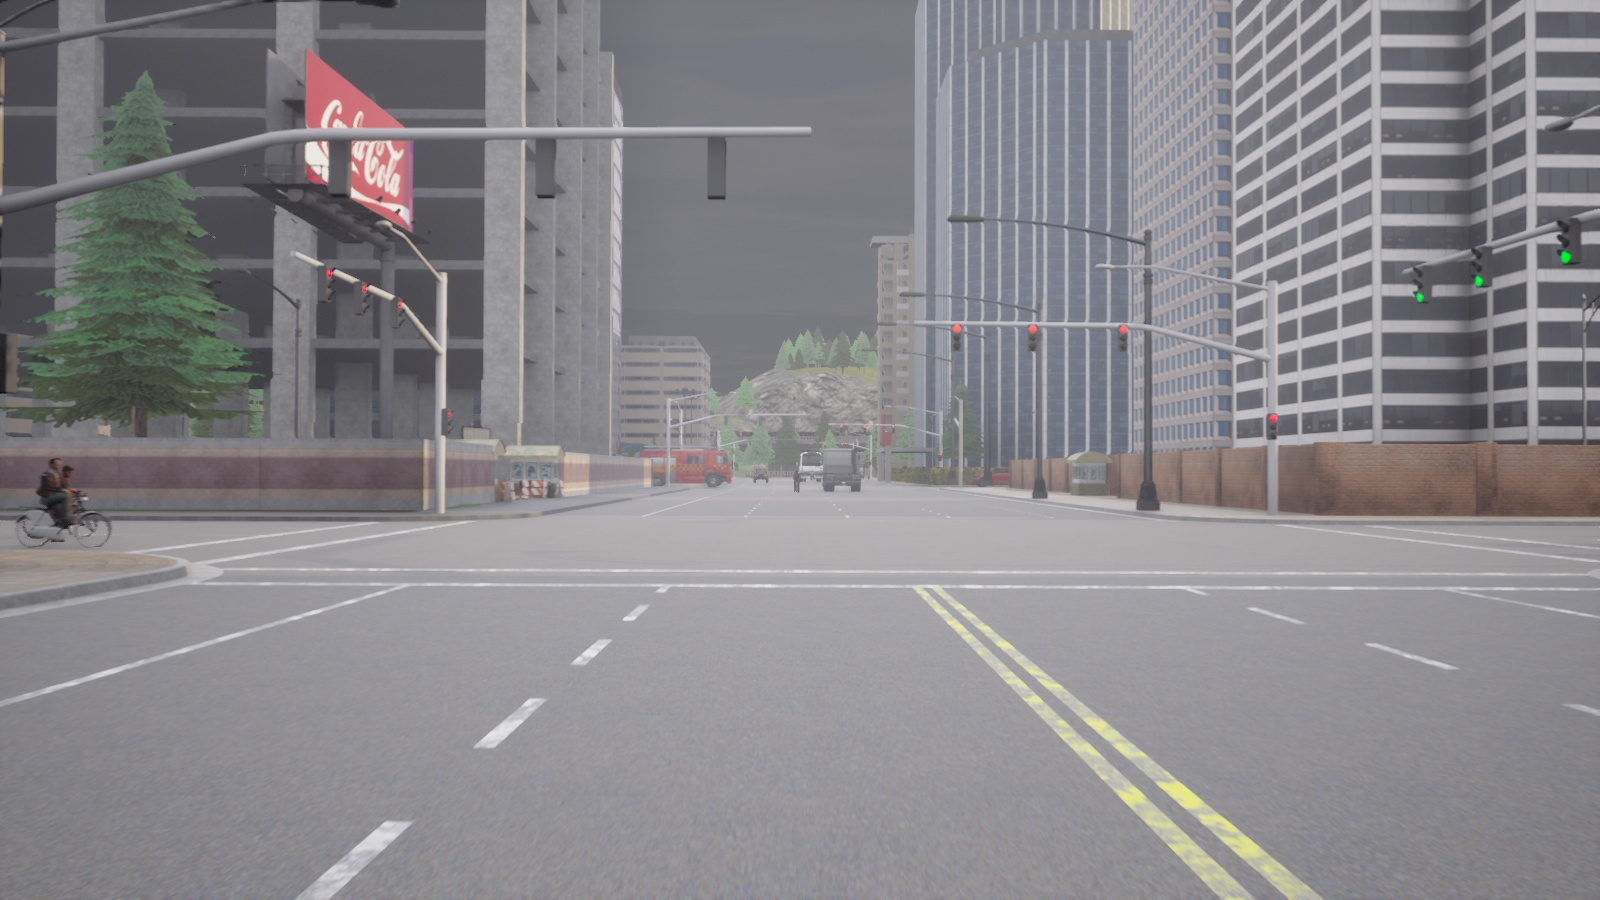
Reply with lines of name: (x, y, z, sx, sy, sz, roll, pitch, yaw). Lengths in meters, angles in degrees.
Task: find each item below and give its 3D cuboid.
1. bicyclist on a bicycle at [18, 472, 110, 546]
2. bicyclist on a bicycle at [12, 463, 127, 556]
bicyclist on a bicycle: (-16.321, 1.299, 27.868, 1.656, 1.620, 0.582, 0, -1, 0)
bicyclist on a bicycle: (-14.162, 1.150, 24.380, 1.843, 1.776, 0.659, 0, -1, 0)
